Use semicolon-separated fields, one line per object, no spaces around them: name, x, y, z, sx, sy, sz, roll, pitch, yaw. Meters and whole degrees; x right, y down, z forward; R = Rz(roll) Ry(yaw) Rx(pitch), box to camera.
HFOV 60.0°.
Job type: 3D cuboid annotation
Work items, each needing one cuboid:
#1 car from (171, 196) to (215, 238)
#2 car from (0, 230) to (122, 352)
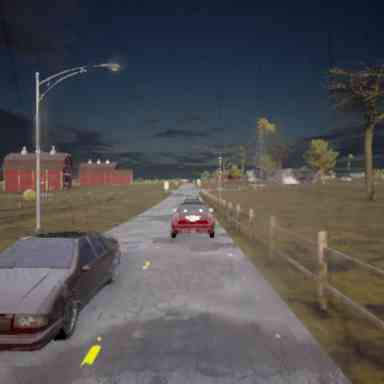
car;0.049;1.267;17.458;2.097;1.767;4.553;0;1;0
car;-2.763;1.545;6.772;2.033;1.411;5.357;0;0;0
